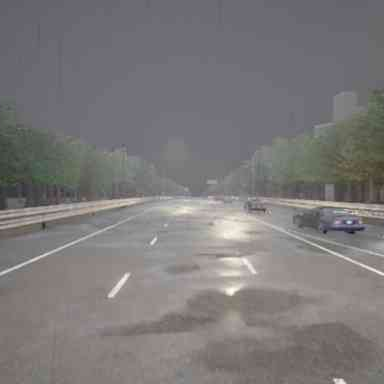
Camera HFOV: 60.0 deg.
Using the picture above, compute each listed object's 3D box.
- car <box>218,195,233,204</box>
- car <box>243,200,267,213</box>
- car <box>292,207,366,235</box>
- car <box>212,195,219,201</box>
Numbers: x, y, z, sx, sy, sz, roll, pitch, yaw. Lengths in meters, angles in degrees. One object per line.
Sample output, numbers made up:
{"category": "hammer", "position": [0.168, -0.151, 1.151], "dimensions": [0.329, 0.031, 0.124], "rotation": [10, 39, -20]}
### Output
{"category": "car", "position": [7.054, 1.638, 66.881], "dimensions": [2.033, 1.411, 5.357], "rotation": [0, 0, 0]}
{"category": "car", "position": [7.010, 1.563, 37.295], "dimensions": [2.033, 1.411, 5.357], "rotation": [0, 0, 0]}
{"category": "car", "position": [7.605, 1.564, 19.066], "dimensions": [2.033, 1.411, 5.357], "rotation": [0, 0, -6]}
{"category": "car", "position": [7.167, 1.657, 89.846], "dimensions": [2.097, 1.767, 4.553], "rotation": [0, -1, 0]}
